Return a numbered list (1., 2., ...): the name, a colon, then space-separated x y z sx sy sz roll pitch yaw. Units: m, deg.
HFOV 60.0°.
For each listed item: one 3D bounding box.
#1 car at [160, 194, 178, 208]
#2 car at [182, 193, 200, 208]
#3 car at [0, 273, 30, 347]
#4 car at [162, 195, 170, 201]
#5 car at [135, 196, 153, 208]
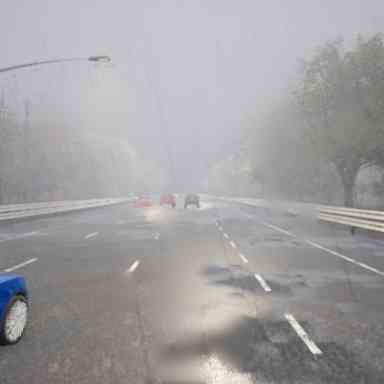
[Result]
1. car: -3.512 1.241 49.236 2.150 2.045 5.566 0 0 0
2. car: -0.011 1.241 49.176 2.150 2.045 5.566 0 0 0
3. car: -3.502 1.479 3.296 1.882 1.535 5.008 0 0 0
4. car: -7.021 1.544 90.997 1.882 1.535 5.008 0 0 0
5. car: -7.012 1.370 49.159 2.097 1.767 4.553 0 0 0
